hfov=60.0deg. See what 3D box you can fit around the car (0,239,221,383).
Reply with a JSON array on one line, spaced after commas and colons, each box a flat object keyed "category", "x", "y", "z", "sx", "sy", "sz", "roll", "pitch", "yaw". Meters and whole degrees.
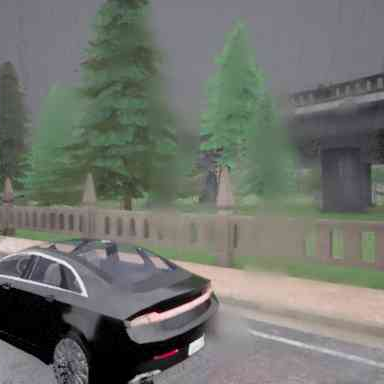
[{"category": "car", "x": -1.914, "y": 1.489, "z": 5.119, "sx": 4.902, "sy": 1.511, "sz": 2.128, "roll": 0, "pitch": 0, "yaw": 36}]
